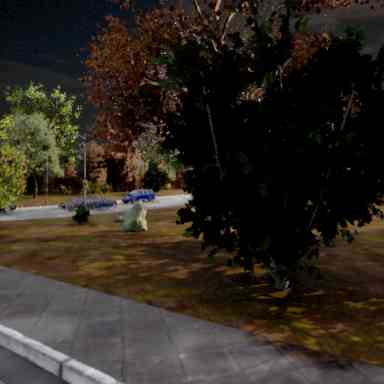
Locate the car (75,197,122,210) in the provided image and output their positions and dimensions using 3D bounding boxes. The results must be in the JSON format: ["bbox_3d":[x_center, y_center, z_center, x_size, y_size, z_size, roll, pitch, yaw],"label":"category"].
[{"bbox_3d":[-11.371,1.327,40.639,1.812,1.442,4.674,0,2,39],"label":"car"}]

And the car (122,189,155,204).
[{"bbox_3d":[-8.093,0.645,50.556,2.150,2.045,5.566,0,3,40],"label":"car"}]

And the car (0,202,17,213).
[{"bbox_3d":[-21.005,1.551,34.658,2.128,1.511,4.902,0,1,39],"label":"car"}]

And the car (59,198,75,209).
[{"bbox_3d":[-14.742,1.403,42.386,1.994,1.385,4.181,0,2,38],"label":"car"}]
